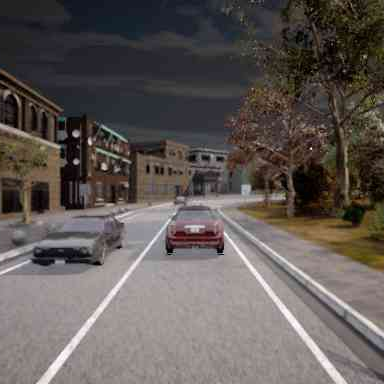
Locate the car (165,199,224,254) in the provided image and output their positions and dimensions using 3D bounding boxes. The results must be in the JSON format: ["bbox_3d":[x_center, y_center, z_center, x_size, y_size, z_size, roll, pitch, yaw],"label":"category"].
[{"bbox_3d":[0.100,1.331,13.553,2.097,1.767,4.553,0,0,0],"label":"car"}]

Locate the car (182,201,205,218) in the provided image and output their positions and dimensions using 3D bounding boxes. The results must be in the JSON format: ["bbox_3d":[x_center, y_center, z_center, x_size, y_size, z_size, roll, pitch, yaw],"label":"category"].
[{"bbox_3d":[0.146,1.552,30.439,1.895,1.301,4.718,0,0,1],"label":"car"}]

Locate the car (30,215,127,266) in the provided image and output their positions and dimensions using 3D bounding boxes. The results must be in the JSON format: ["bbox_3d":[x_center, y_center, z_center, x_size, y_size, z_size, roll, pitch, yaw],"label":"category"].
[{"bbox_3d":[-3.600,1.529,11.736,2.033,1.411,5.357,0,0,0],"label":"car"}]

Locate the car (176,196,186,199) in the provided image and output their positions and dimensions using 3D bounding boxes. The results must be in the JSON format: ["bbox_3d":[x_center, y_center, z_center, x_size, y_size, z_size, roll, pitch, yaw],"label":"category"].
[{"bbox_3d":[-1.766,1.432,53.754,1.812,1.442,4.674,0,0,8],"label":"car"}]
